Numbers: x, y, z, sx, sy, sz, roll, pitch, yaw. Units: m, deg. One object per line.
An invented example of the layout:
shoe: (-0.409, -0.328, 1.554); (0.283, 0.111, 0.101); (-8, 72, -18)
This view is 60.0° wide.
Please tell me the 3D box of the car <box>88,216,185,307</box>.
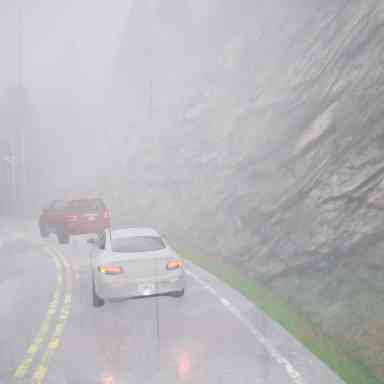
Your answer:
car: (-1.498, 1.530, 8.079); (1.812, 1.442, 4.674); (-1, 0, -17)

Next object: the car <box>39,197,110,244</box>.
car: (-6.015, 1.295, 16.709); (2.150, 2.045, 5.566); (-3, 1, -37)
